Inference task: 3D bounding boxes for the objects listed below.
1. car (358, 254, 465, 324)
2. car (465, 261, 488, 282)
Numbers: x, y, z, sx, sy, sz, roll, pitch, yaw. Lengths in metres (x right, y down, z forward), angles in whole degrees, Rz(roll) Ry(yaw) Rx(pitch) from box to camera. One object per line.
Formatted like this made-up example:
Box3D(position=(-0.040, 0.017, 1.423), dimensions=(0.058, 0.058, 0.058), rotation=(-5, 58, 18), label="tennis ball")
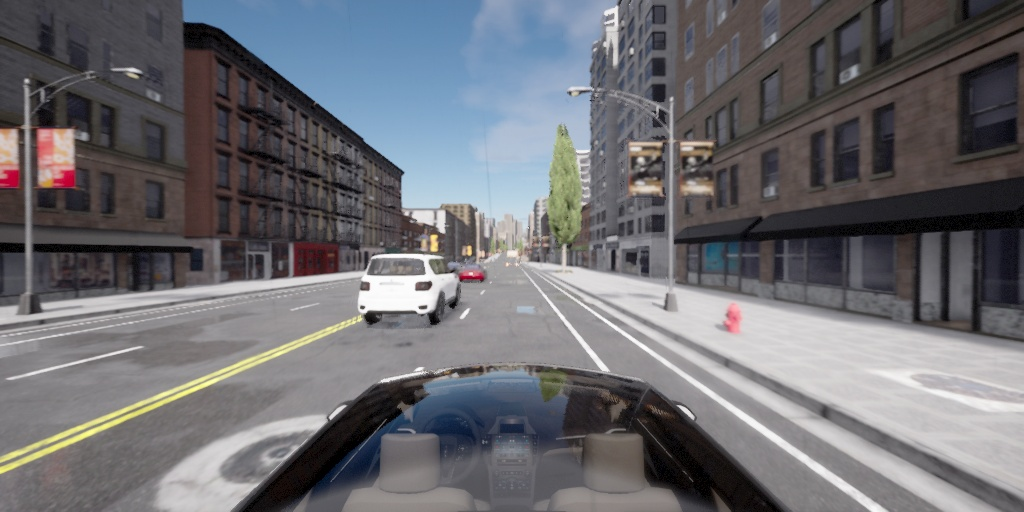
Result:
Box3D(position=(-3.146, 0.966, 12.065), dimensions=(2.150, 2.045, 5.566), rotation=(0, 0, 0), label="car")
Box3D(position=(-3.133, 1.334, 29.509), dimensions=(1.994, 1.385, 4.181), rotation=(0, 0, 0), label="car")
